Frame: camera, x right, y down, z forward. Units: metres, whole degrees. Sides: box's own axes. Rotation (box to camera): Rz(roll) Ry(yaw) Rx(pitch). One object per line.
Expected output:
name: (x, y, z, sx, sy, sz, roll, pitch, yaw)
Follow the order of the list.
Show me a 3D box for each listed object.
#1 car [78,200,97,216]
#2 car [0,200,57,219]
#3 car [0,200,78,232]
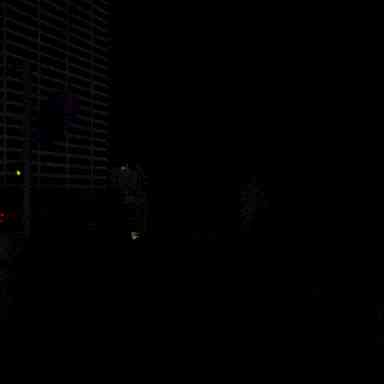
car: (-11.142, 1.478, 30.767, 1.882, 1.535, 5.008, 0, 0, 35)
car: (-15.514, 1.547, 30.647, 2.033, 1.411, 5.357, 0, 0, 35)
car: (-9.733, 1.352, 20.286, 2.097, 1.767, 4.553, 0, 0, 35)
